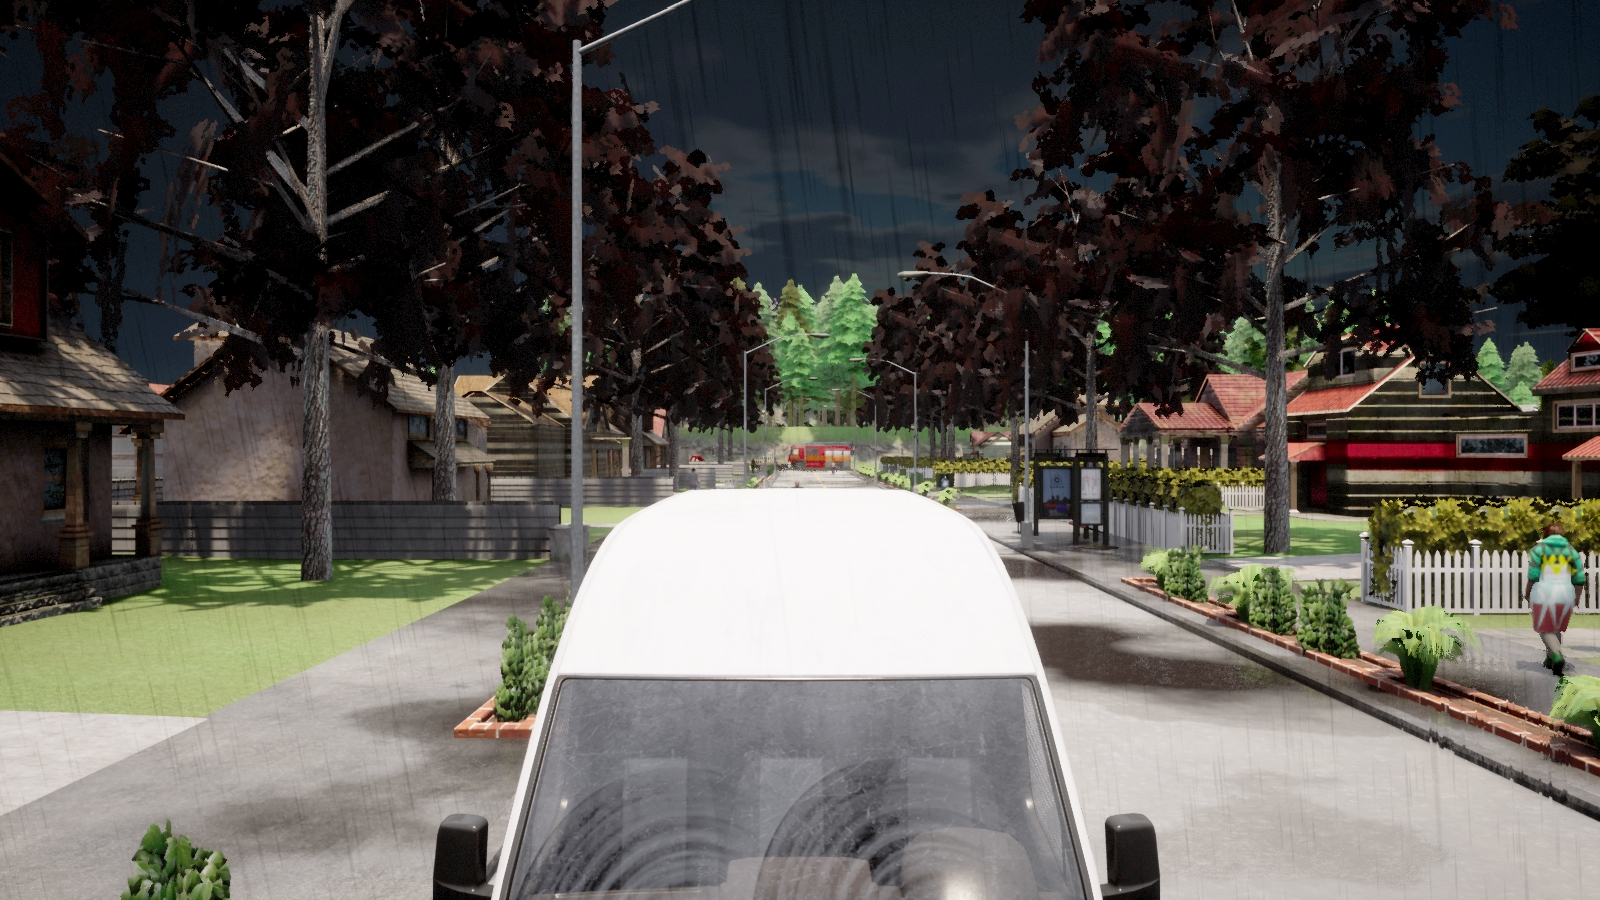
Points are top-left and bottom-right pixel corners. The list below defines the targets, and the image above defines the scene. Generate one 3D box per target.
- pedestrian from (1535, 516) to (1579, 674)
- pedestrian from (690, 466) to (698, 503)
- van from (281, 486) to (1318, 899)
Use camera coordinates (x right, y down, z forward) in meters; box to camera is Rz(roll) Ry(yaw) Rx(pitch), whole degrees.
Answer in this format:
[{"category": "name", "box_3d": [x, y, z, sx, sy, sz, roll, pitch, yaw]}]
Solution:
[{"category": "pedestrian", "box_3d": [9.177, 1.744, 13.857, 0.375, 1.860, 0.375, 0, 0, 20]}, {"category": "pedestrian", "box_3d": [-5.343, 1.743, 57.594, 0.375, 1.860, 0.375, 0, 0, 3]}, {"category": "van", "box_3d": [-0.006, 1.534, 5.149, 1.988, 2.561, 5.915, 0, 0, 0]}]
